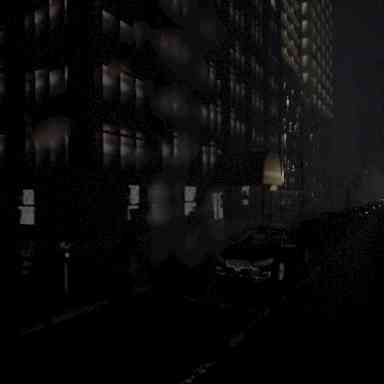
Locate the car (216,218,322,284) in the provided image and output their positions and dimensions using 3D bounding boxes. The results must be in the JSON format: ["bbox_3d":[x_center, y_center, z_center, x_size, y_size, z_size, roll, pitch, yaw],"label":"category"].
[{"bbox_3d":[2.277,1.675,9.968,2.008,1.369,4.403,-1,-1,32],"label":"car"}]

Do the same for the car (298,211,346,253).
[{"bbox_3d":[5.315,1.744,14.771,1.947,1.339,4.313,-1,-1,32],"label":"car"}]

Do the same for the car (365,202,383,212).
[{"bbox_3d":[26.580,2.108,48.395,2.008,1.369,4.403,-1,-1,32],"label":"car"}]

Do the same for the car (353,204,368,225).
[{"bbox_3d":[11.390,1.837,24.379,2.008,1.369,4.403,-1,-1,32],"label":"car"}]

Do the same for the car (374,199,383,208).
[{"bbox_3d":[35.692,2.159,62.807,1.967,1.590,4.097,-1,-1,32],"label":"car"}]

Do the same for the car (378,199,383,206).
[{"bbox_3d":[41.678,2.350,72.269,1.752,1.417,4.829,-1,-1,32],"label":"car"}]

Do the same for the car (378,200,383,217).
[{"bbox_3d":[21.388,1.755,35.300,2.097,1.767,4.553,-1,-1,33],"label":"car"}]

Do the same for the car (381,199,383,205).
[{"bbox_3d":[47.844,2.499,82.019,1.947,1.339,4.313,-1,-1,32],"label":"car"}]

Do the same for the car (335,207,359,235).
[{"bbox_3d":[8.353,1.777,19.575,1.887,1.381,4.507,-1,-1,32],"label":"car"}]

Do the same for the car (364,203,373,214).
[{"bbox_3d":[14.429,1.923,29.181,1.802,1.307,4.206,-1,-1,32],"label":"car"}]

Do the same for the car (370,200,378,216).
[{"bbox_3d":[20.504,2.000,38.789,2.008,1.369,4.403,-1,-1,32],"label":"car"}]

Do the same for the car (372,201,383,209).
[{"bbox_3d":[32.655,2.247,58.002,1.802,1.307,4.206,-1,-1,32],"label":"car"}]
